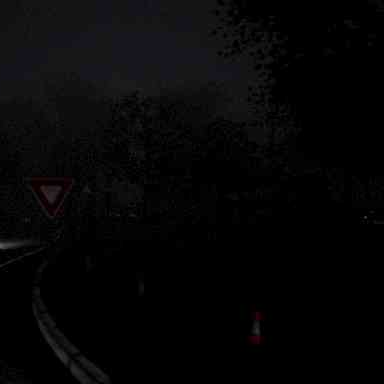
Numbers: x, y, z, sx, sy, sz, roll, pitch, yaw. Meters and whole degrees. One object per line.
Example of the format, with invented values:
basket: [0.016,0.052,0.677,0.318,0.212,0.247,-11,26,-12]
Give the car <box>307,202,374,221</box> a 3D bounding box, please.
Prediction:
car: [11.177,1.474,25.304,1.895,1.301,4.718,0,0,-27]
